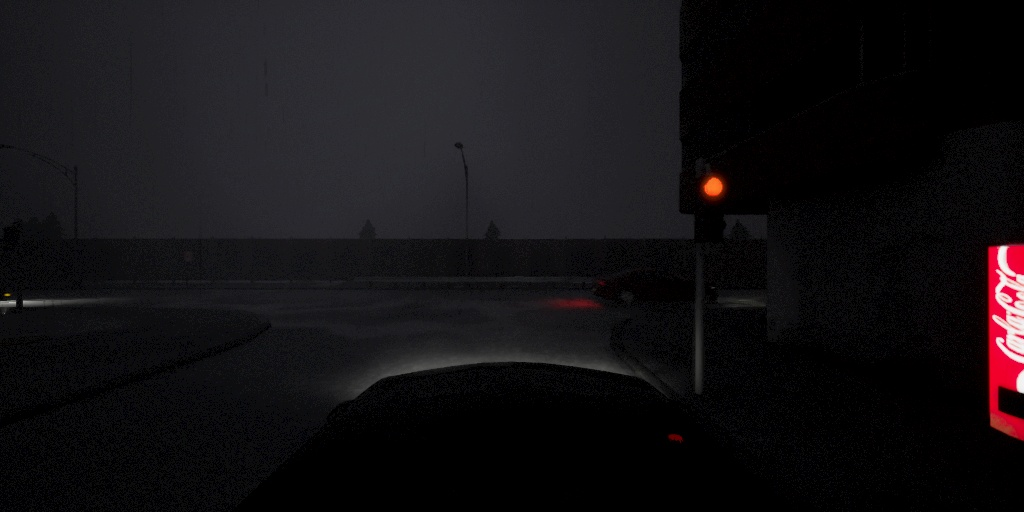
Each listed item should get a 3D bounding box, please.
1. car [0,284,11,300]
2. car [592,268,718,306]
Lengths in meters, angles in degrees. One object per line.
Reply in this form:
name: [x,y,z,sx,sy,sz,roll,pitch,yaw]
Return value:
car: [-24.338,1.374,15.197,4.181,1.385,1.994,1,0,0]
car: [5.966,1.259,15.170,5.008,1.535,1.882,0,0,0]
